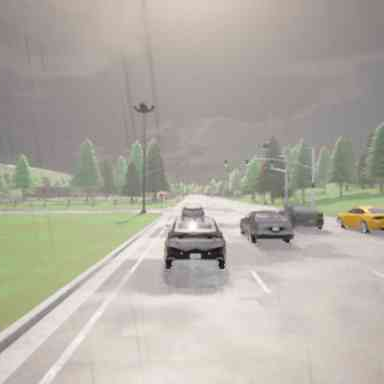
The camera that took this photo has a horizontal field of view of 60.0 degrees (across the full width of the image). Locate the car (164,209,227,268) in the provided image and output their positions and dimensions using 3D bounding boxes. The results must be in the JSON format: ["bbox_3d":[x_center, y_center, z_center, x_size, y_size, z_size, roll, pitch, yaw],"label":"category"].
[{"bbox_3d":[0.096,1.560,11.526,2.128,1.511,4.902,0,0,0],"label":"car"}]

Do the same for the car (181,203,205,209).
[{"bbox_3d":[0.091,1.659,27.956,2.128,1.511,4.902,0,0,0],"label":"car"}]

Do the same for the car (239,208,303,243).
[{"bbox_3d":[3.590,1.648,16.769,2.033,1.411,5.357,0,0,0],"label":"car"}]

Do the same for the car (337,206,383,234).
[{"bbox_3d":[10.593,1.599,20.186,1.882,1.535,5.008,0,0,0],"label":"car"}]

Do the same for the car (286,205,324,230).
[{"bbox_3d":[7.092,1.611,22.201,1.882,1.535,5.008,0,0,0],"label":"car"}]
